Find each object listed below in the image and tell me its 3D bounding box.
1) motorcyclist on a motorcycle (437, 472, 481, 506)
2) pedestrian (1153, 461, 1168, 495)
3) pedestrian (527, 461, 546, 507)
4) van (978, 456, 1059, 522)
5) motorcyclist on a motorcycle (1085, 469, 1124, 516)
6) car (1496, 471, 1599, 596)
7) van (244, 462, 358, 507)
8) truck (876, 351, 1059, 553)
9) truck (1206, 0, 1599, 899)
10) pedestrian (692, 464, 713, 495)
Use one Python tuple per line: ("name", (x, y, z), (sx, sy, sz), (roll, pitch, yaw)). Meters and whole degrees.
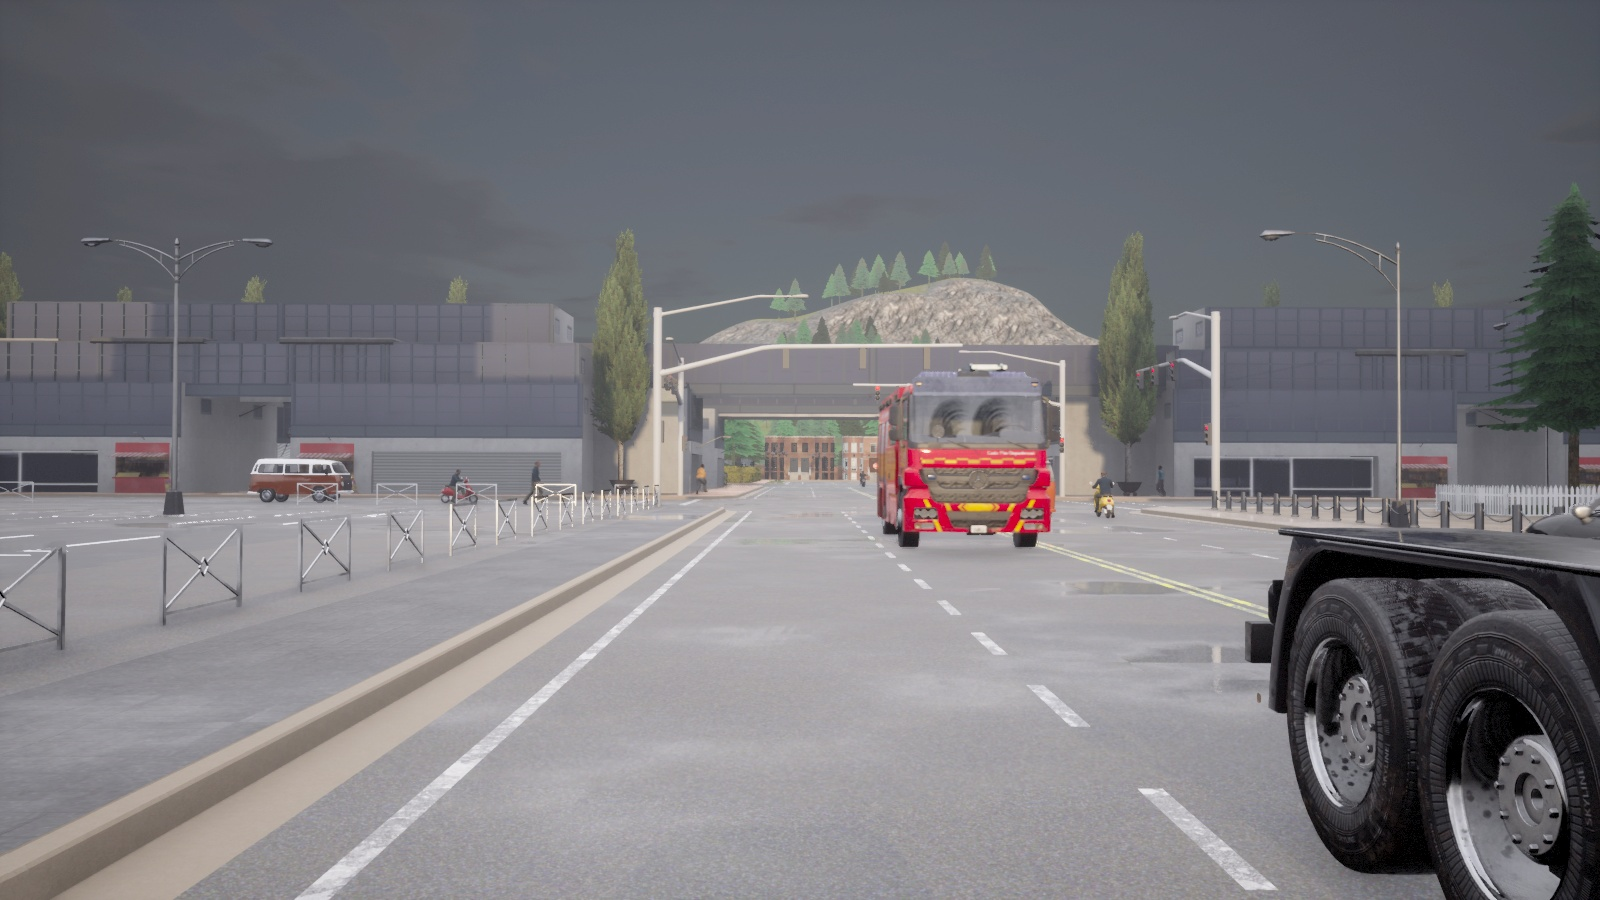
("motorcyclist on a motorcycle", (-15.840, 1.808, 58.317), (1.817, 1.590, 0.866), (0, -1, 1))
("pedestrian", (20.483, 1.587, 71.409), (0.692, 1.930, 0.396), (0, -1, -12))
("pedestrian", (-10.602, 1.363, 50.566), (0.726, 1.842, 0.402), (0, -1, -15))
("van", (6.910, 1.211, 40.102), (1.775, 1.987, 4.442), (0, -1, 0))
("motorcyclist on a motorcycle", (10.405, 1.447, 43.000), (0.866, 1.590, 1.817), (0, -1, 0))
("car", (10.466, 0.993, 15.182), (1.970, 1.475, 3.806), (0, -1, 0))
("van", (-23.202, 1.611, 58.494), (4.480, 2.038, 2.069), (0, -1, 1))
("truck", (3.431, 0.105, 28.017), (2.891, 3.827, 8.468), (0, -1, 0))
("truck", (3.496, -0.142, 2.332), (2.891, 3.462, 7.936), (0, -1, 0))
("pedestrian", (-5.794, 1.748, 74.735), (0.874, 1.855, 0.900), (-1, -1, 31))
